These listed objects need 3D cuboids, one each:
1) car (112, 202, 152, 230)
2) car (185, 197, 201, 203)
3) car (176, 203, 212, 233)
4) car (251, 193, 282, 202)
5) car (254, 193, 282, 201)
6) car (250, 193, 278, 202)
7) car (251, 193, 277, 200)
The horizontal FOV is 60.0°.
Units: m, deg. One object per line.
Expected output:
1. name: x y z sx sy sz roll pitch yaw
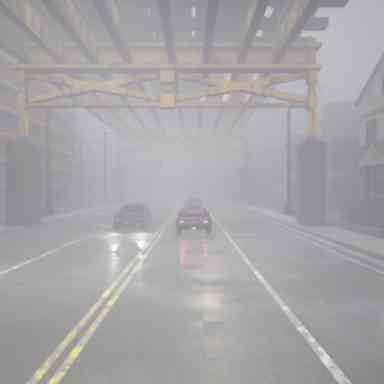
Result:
1. car: -3.603 1.447 20.713 1.837 1.490 4.892 0 0 0
2. car: 0.090 1.326 39.291 1.994 1.385 4.181 0 1 0
3. car: 0.098 1.552 19.289 1.895 1.301 4.718 0 0 0
4. car: 13.248 0.989 58.486 4.974 1.542 2.038 0 1 -20
5. car: 13.297 0.832 58.502 4.536 1.218 1.853 0 1 -20
6. car: 13.573 0.941 62.644 4.974 1.542 2.038 0 1 25
7. car: 13.621 0.784 62.621 4.536 1.218 1.853 0 1 25
